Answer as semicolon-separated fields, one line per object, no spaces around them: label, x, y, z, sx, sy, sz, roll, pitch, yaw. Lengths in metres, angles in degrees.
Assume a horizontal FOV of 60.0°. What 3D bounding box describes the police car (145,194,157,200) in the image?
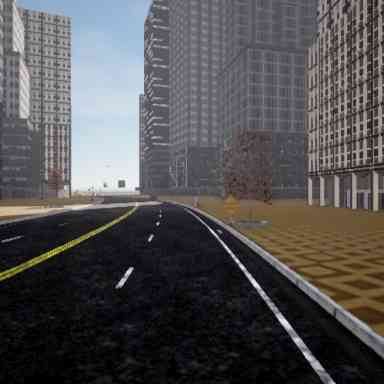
police car;-11.362;1.424;95.021;1.930;1.638;5.238;0;0;-15

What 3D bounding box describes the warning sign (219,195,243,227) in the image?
warning sign;2.308;1.098;19.872;1.300;1.860;1.060;0;0;-3
